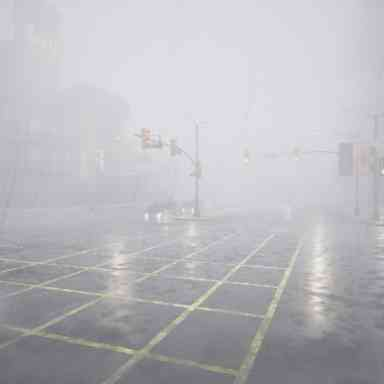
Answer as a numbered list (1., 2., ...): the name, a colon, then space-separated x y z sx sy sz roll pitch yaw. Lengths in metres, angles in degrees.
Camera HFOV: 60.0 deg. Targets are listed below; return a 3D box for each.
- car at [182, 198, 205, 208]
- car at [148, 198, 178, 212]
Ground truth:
1. car: 0.275 1.599 48.554 1.895 1.301 4.718 0 0 21
2. car: -3.381 1.477 39.016 1.882 1.535 5.008 0 0 23
